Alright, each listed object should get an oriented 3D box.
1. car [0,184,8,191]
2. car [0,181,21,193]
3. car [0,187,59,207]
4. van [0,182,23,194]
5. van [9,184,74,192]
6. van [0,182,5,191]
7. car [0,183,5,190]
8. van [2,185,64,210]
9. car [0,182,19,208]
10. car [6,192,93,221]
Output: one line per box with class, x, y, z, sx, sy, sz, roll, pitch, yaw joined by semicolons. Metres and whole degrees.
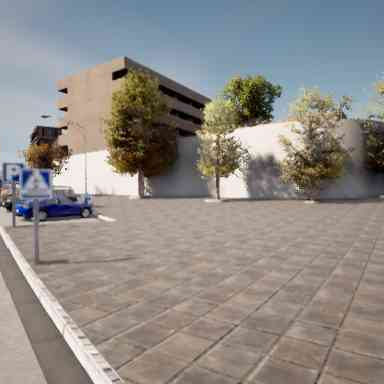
car;-43.990;-1.073;73.804;1.946;1.575;5.366;2;1;36
car;-33.769;-0.870;59.137;2.435;2.045;5.566;2;1;36
car;-15.394;0.430;31.689;2.185;1.767;4.553;2;1;37
van;-30.334;-0.645;54.273;1.878;1.987;4.442;2;1;36
van;-10.399;0.655;24.265;1.878;1.987;4.442;2;1;37
van;-45.621;-1.350;76.337;1.878;1.987;4.442;2;1;36
car;-47.255;-1.295;78.893;2.185;1.767;4.553;1;0;36
van;-13.801;0.438;29.099;1.878;1.987;4.442;3;2;37
car;-12.113;0.521;26.656;2.435;2.045;5.566;3;2;37
car;-8.844;0.988;21.661;2.097;1.535;5.008;2;1;37
